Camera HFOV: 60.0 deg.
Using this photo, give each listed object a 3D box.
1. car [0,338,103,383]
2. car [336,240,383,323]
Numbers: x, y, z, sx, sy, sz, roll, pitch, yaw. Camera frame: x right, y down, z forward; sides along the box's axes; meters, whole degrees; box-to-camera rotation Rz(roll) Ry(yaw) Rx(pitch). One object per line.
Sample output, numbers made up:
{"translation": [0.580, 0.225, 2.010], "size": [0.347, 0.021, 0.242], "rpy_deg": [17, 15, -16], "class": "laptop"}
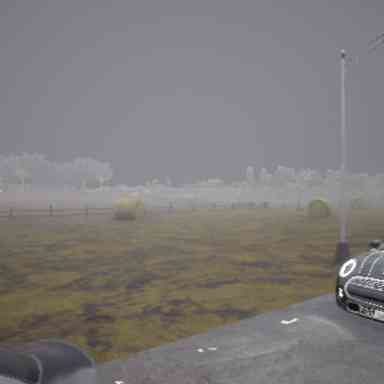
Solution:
{"translation": [-2.520, 1.522, 1.145], "size": [4.674, 1.442, 1.812], "rpy_deg": [1, -1, -38], "class": "car"}
{"translation": [4.904, 1.436, 6.717], "size": [4.553, 1.767, 2.097], "rpy_deg": [1, -1, -37], "class": "car"}
